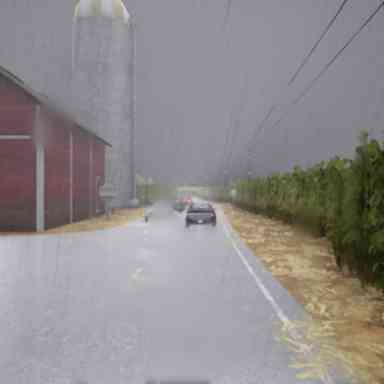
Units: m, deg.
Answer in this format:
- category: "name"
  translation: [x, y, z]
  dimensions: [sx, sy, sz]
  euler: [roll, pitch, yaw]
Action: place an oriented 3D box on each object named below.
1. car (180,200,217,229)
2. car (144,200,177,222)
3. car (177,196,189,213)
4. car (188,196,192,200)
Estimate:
- category: "car"
  translation: [0.598, 1.491, 21.658]
  dimensions: [2.128, 1.511, 4.902]
  euler: [0, 0, 2]
- category: "car"
  translation: [-2.546, 1.525, 26.608]
  dimensions: [1.812, 1.442, 4.674]
  euler: [0, 0, 3]
- category: "car"
  translation: [-1.877, 1.547, 37.259]
  dimensions: [2.033, 1.411, 5.357]
  euler: [0, 0, 4]
- category: "car"
  translation: [-1.032, 1.351, 49.335]
  dimensions: [2.097, 1.767, 4.553]
  euler: [0, 0, 3]
